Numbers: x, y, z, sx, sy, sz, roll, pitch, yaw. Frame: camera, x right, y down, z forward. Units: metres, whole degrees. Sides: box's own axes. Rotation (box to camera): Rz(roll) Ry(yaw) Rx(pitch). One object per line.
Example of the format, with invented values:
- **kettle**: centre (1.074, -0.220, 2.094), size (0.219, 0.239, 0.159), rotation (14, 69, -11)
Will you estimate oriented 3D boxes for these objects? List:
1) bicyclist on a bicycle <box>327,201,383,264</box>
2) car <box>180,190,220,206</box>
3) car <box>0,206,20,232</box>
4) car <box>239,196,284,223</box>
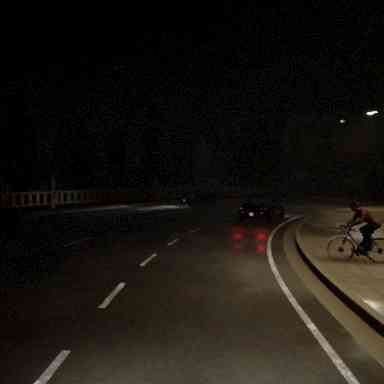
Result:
- **bicyclist on a bicycle**: centre (4.395, 1.061, 8.674), size (1.656, 1.620, 0.582), rotation (0, 2, 8)
- **car**: centre (0.880, 0.516, 33.561), size (2.128, 1.511, 4.902), rotation (2, 2, 42)
- **car**: centre (-9.139, 1.128, 13.611), size (1.994, 1.385, 4.181), rotation (1, 2, 12)
- **car**: centre (4.231, 0.958, 19.944), size (1.812, 1.442, 4.674), rotation (1, 2, 27)
